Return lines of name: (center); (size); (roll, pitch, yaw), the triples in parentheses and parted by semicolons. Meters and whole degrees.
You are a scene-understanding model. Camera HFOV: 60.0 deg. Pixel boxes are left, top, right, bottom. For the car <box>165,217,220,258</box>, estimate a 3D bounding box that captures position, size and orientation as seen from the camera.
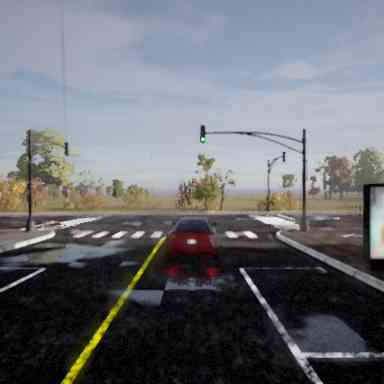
car: (0.101, 1.695, 13.428); (1.994, 1.385, 4.181); (0, 0, 3)
